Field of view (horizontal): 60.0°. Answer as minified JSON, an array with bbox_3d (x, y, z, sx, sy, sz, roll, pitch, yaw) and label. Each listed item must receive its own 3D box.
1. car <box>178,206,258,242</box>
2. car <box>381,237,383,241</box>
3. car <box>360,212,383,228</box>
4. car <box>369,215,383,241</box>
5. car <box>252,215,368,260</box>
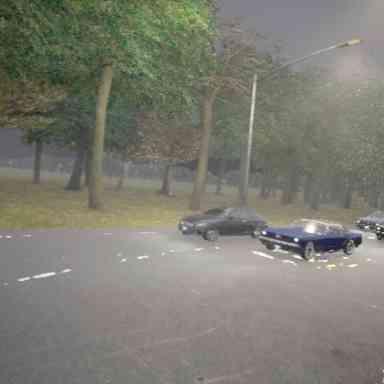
[{"bbox_3d":[1.572,1.379,15.313,4.674,1.442,1.812,4,2,-37],"label":"car"},{"bbox_3d":[9.554,2.165,12.569,5.357,1.411,2.033,4,2,-36],"label":"car"},{"bbox_3d":[14.425,2.217,24.944,5.357,1.411,2.033,4,2,-37],"label":"car"},{"bbox_3d":[12.444,2.271,19.105,4.718,1.301,1.895,4,2,-37],"label":"car"},{"bbox_3d":[4.862,1.791,13.394,4.718,1.301,1.895,4,2,-38],"label":"car"}]
